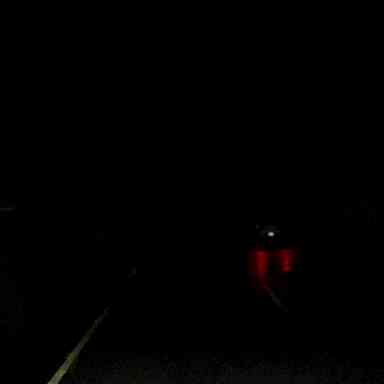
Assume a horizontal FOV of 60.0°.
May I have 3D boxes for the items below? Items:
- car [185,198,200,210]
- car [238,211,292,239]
[{"bbox_3d":[0.103,1.496,42.698,1.882,1.535,5.008,0,0,0],"label":"car"},{"bbox_3d":[3.601,1.609,17.338,1.895,1.301,4.718,0,0,0],"label":"car"}]
